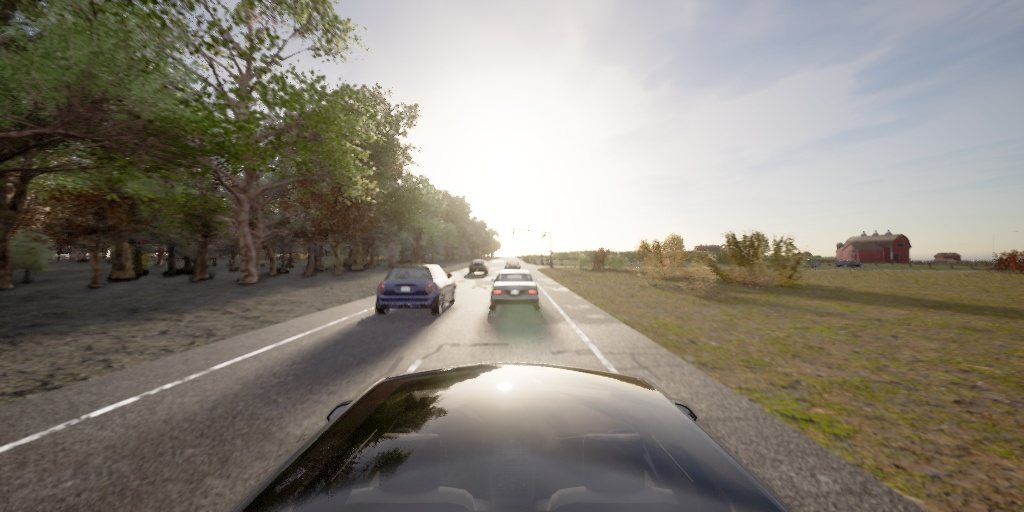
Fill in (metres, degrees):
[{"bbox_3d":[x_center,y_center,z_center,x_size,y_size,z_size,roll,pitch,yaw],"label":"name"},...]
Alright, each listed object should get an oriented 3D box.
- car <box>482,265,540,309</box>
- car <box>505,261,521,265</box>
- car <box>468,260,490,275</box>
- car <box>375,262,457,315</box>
[{"bbox_3d":[0.095,1.260,14.551,2.033,1.411,5.357,0,0,0],"label":"car"},{"bbox_3d":[0.086,1.226,41.295,1.895,1.301,4.718,0,0,0],"label":"car"},{"bbox_3d":[-3.412,1.142,37.395,1.837,1.490,4.892,0,0,0],"label":"car"},{"bbox_3d":[-3.404,1.067,13.579,2.097,1.767,4.553,0,0,0],"label":"car"}]
